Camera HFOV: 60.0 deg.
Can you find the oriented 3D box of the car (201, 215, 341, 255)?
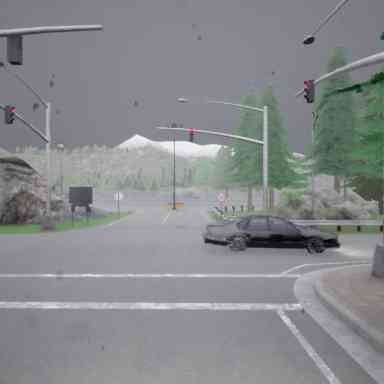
[{"bbox_3d":[3.073,1.648,13.575,5.357,1.411,2.033,1,0,0],"label":"car"}]
